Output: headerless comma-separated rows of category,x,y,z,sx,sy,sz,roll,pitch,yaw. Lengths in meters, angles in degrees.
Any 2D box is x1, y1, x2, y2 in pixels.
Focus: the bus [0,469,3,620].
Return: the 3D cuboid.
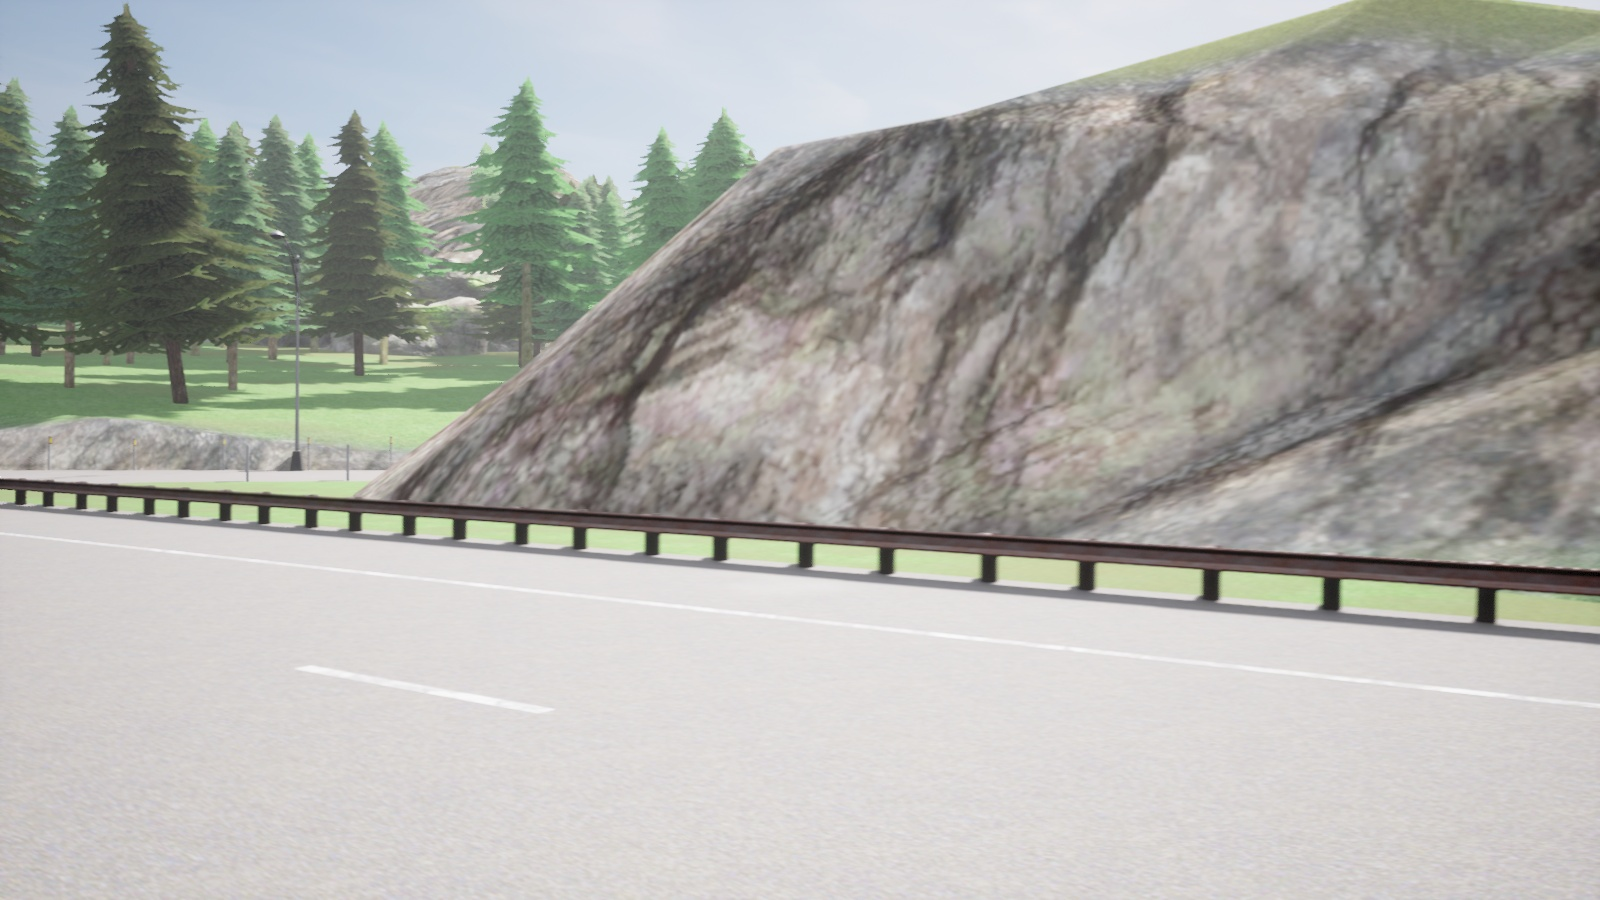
bus,-11.984,-0.695,11.558,10.273,4.253,3.944,0,1,34
